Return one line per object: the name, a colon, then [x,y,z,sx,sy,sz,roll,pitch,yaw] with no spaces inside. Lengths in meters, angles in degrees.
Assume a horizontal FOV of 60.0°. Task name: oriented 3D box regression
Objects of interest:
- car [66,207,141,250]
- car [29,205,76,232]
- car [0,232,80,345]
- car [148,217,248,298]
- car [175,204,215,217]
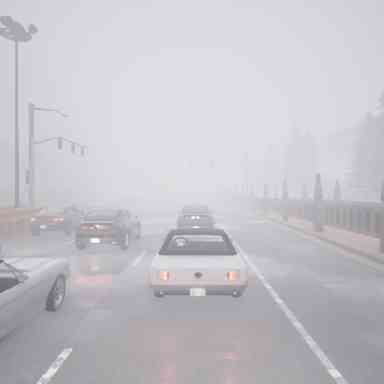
car: [-3.338,1.411,13.908,1.837,1.490,4.892,0,0,0]
car: [-6.843,1.405,17.537,1.812,1.442,4.674,0,0,-1]
car: [-3.385,1.576,4.682,1.895,1.301,4.718,0,0,0]
car: [0.131,1.549,8.371,1.895,1.301,4.718,0,0,0]
car: [0.186,1.384,17.631,1.837,1.490,4.892,0,0,0]
